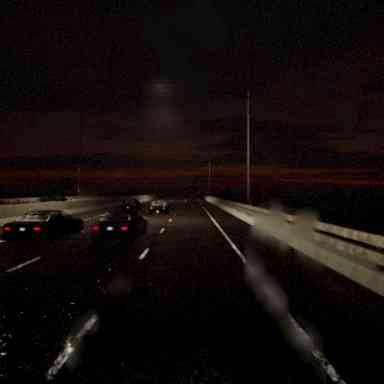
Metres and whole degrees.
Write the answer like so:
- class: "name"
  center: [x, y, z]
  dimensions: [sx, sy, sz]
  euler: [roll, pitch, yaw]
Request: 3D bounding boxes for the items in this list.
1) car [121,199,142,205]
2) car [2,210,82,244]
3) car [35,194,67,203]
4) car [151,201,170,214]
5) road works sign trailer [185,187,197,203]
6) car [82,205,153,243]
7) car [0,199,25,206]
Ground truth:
- class: "car"
  center: [-6.902, 1.529, 38.297]
  dimensions: [1.882, 1.535, 5.008]
  euler: [0, 0, 0]
- class: "car"
  center: [-6.901, 1.572, 16.032]
  dimensions: [2.033, 1.411, 5.357]
  euler: [0, 0, 0]
- class: "car"
  center: [-17.588, 1.277, 41.708]
  dimensions: [2.150, 2.045, 5.566]
  euler: [0, 0, 0]
- class: "car"
  center: [-3.403, 1.649, 35.213]
  dimensions: [1.895, 1.301, 4.718]
  euler: [0, 0, 0]
- class: "road works sign trailer"
  center: [-0.004, 0.536, 71.868]
  dimensions: [2.380, 3.560, 2.880]
  euler: [0, 0, 0]
- class: "car"
  center: [-3.402, 1.572, 16.286]
  dimensions: [2.033, 1.411, 5.357]
  euler: [0, 0, 0]
- class: "car"
  center: [-21.092, 1.653, 38.970]
  dimensions: [1.895, 1.301, 4.718]
  euler: [0, 0, 0]
